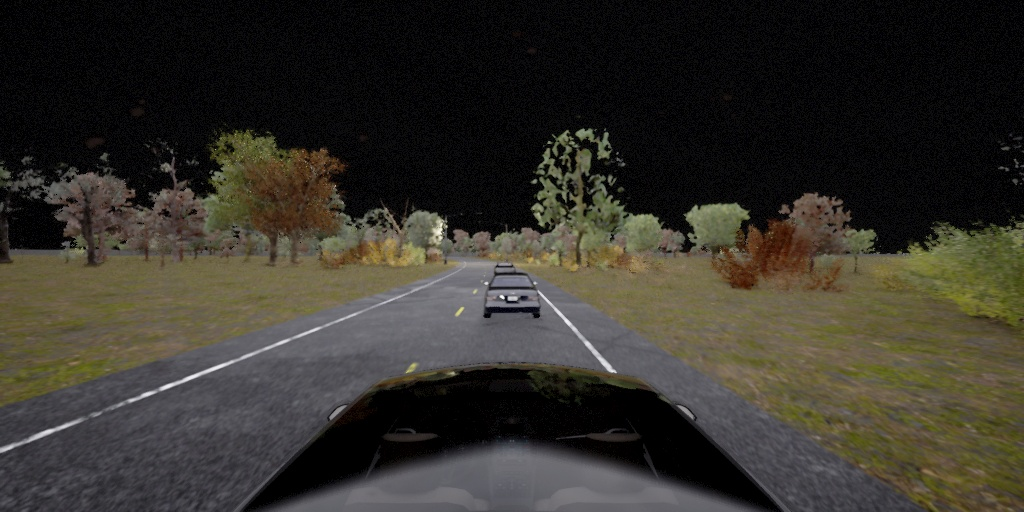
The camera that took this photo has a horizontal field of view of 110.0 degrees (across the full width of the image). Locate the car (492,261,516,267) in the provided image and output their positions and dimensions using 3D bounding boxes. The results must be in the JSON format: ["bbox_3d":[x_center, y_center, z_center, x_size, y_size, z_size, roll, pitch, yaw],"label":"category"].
[{"bbox_3d":[-0.666,1.194,31.336,2.128,1.511,4.902,0,0,-3],"label":"car"}]

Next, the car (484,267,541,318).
[{"bbox_3d":[-0.031,1.283,12.979,2.033,1.411,5.357,0,0,-1],"label":"car"}]
